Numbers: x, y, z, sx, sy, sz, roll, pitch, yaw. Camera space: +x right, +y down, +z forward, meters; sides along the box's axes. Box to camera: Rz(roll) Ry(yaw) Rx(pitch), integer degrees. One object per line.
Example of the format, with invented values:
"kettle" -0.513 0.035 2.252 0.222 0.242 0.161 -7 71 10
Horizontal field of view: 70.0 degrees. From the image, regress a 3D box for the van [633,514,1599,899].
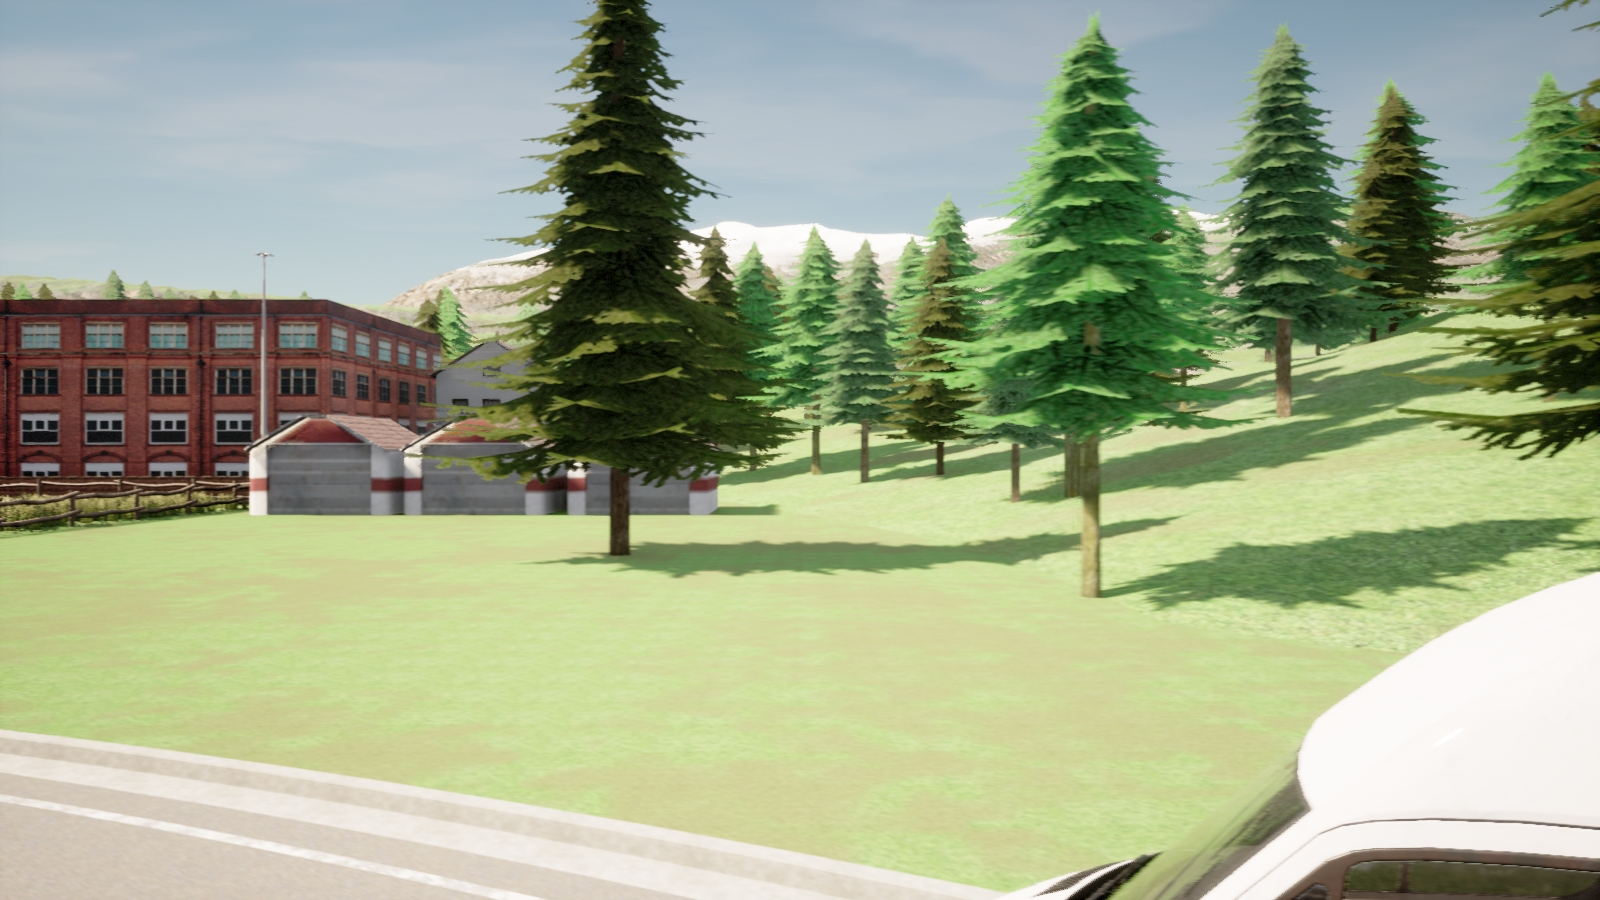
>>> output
"van" 2.560 1.534 2.310 5.915 2.561 1.988 0 -1 33
